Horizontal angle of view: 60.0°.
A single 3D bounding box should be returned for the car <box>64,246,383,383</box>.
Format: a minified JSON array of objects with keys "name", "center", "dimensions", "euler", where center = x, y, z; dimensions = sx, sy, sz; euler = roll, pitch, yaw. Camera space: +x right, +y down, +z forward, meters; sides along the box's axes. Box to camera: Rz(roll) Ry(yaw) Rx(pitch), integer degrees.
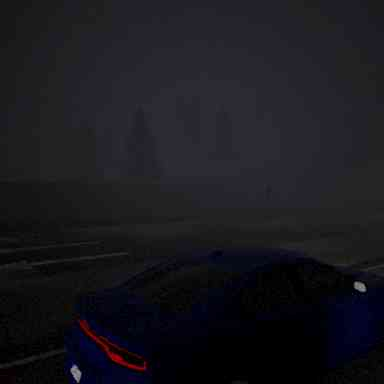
[{"name":"car","center":[0.973,1.478,4.444],"dimensions":[5.008,1.535,1.882],"euler":[0,0,-35]}]
